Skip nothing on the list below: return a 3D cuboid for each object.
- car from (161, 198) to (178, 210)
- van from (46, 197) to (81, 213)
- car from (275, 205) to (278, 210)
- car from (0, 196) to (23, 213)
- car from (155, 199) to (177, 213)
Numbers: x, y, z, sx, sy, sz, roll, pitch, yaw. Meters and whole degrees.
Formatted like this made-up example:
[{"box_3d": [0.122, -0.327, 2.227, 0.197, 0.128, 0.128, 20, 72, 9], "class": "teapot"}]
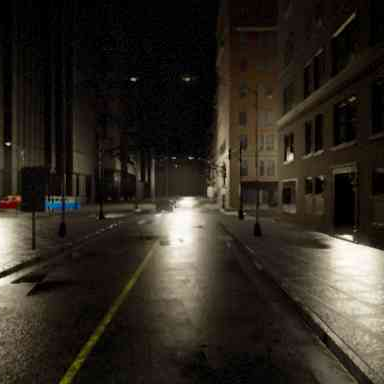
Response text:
[{"box_3d": [-3.015, 1.617, 45.959, 2.033, 1.411, 5.357, 0, 0, 0], "class": "car"}, {"box_3d": [-14.739, 1.419, 37.986, 3.998, 1.788, 1.690, 0, 0, -1], "class": "van"}, {"box_3d": [12.104, 1.561, 38.403, 4.829, 1.417, 1.752, 0, 0, -1], "class": "car"}, {"box_3d": [-20.379, 1.392, 37.899, 5.009, 1.841, 2.192, 0, 0, -1], "class": "car"}, {"box_3d": [-3.014, 1.602, 37.579, 2.033, 1.411, 5.357, 0, 0, 0], "class": "car"}]
